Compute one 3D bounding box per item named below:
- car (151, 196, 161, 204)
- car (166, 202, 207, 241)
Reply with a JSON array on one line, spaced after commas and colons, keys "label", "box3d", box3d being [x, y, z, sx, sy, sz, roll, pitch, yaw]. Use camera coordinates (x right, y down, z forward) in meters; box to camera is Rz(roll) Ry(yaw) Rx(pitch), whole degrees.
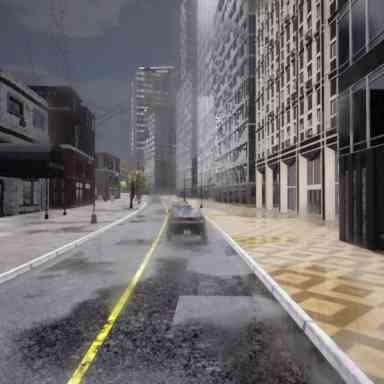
[{"label": "car", "box3d": [-6.840, 1.506, 63.284, 2.033, 1.411, 5.357, 0, 0, -7]}, {"label": "car", "box3d": [-0.276, 1.493, 16.624, 2.128, 1.511, 4.902, 0, 0, -2]}]
